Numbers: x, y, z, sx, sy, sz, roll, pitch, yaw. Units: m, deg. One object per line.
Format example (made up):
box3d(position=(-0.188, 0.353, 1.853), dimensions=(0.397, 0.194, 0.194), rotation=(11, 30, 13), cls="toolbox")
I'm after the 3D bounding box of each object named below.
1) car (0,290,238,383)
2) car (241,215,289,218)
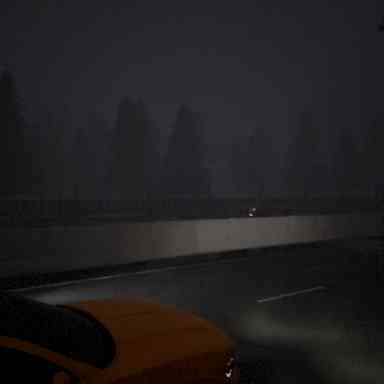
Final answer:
box3d(position=(-1.863, 1.466, 2.311), dimensions=(5.008, 1.535, 1.882), rotation=(0, 0, -35), cls="car")
box3d(position=(6.036, 1.316, 27.249), dimensions=(4.553, 1.767, 2.097), rotation=(0, 0, -26), cls="car")
